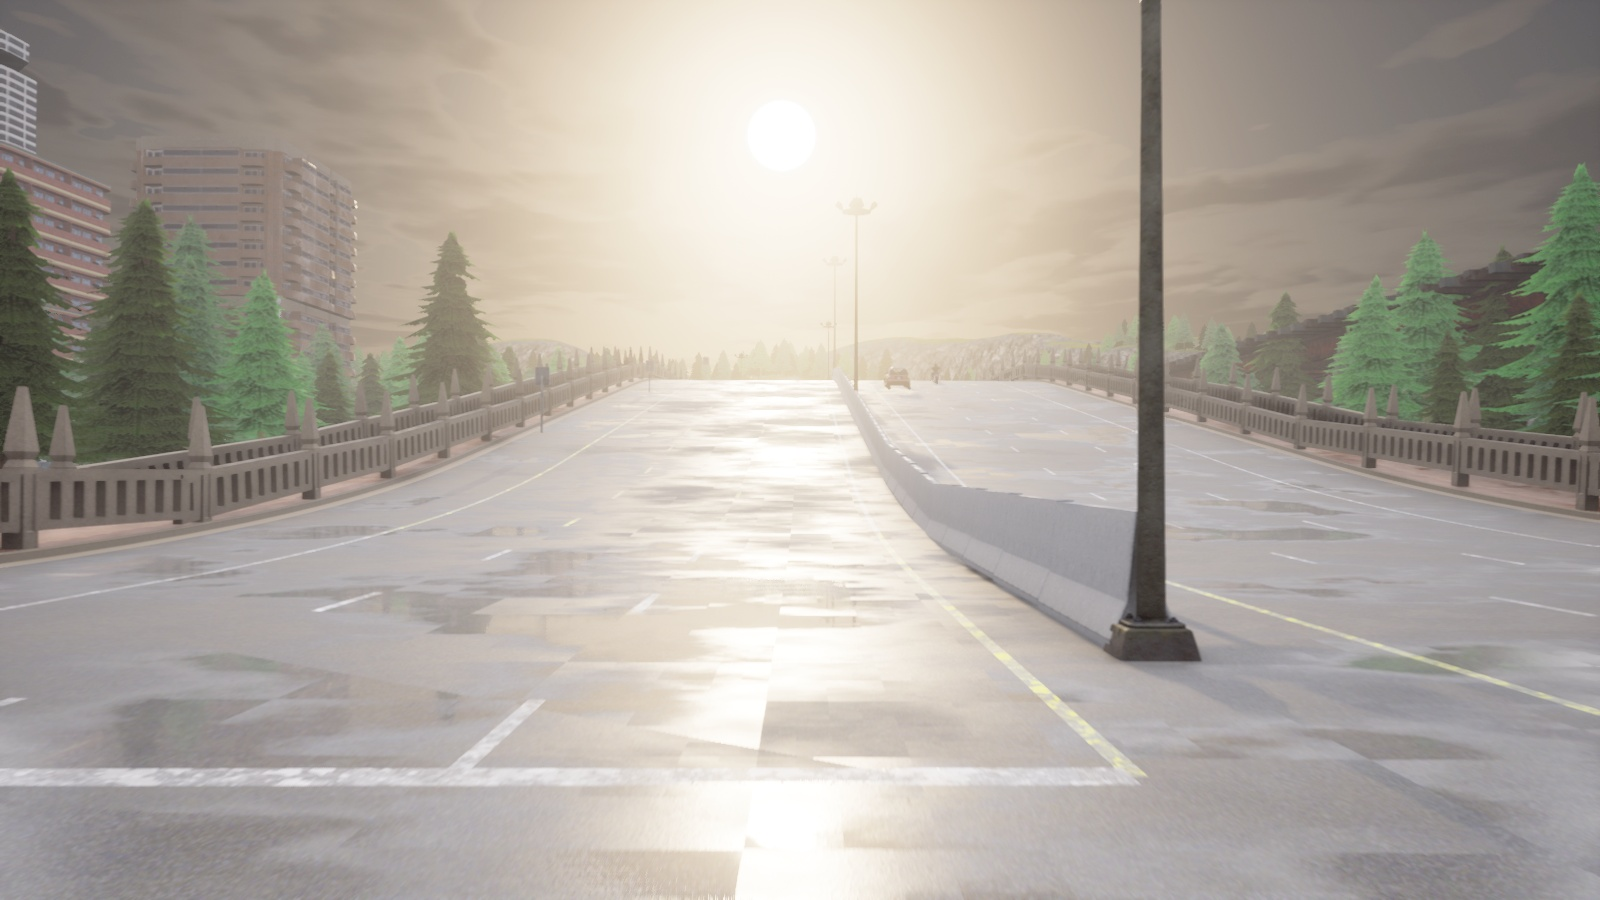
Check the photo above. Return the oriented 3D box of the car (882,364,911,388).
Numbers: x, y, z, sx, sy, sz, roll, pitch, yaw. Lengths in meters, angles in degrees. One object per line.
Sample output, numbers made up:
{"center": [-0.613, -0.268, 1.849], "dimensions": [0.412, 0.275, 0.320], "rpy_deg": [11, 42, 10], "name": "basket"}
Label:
{"center": [7.103, -5.503, 92.887], "dimensions": [1.851, 1.617, 3.988], "rpy_deg": [0, 6, 0], "name": "car"}
